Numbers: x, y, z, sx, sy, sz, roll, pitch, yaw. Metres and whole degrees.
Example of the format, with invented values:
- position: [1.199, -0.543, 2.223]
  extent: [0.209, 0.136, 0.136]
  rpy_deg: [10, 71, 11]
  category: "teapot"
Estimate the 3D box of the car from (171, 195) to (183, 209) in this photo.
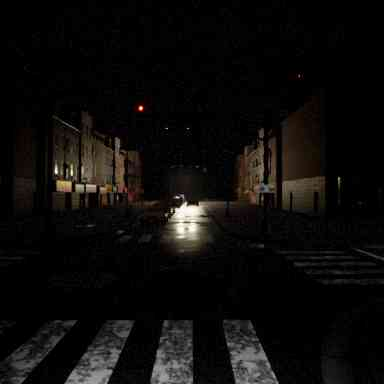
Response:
- position: [-2.599, 1.500, 46.458]
  extent: [1.967, 1.590, 4.097]
  rpy_deg: [0, 0, 0]
  category: "car"

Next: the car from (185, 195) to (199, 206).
- position: [0.142, 1.685, 55.846]
  extent: [1.895, 1.301, 4.718]
  rpy_deg: [0, 0, 0]
  category: "car"

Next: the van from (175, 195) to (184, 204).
- position: [-2.581, 1.463, 68.880]
  extent: [1.690, 1.788, 3.998]
  rpy_deg: [0, 0, 0]
  category: "van"

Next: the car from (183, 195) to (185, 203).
- position: [-2.594, 1.514, 52.063]
  extent: [1.967, 1.590, 4.097]
  rpy_deg: [0, 0, 0]
  category: "car"

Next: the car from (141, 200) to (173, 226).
- position: [-2.616, 1.542, 23.867]
  extent: [1.752, 1.417, 4.829]
  rpy_deg: [0, 0, 0]
  category: "car"

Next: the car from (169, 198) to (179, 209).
- position: [-2.608, 1.617, 35.247]
  extent: [1.802, 1.307, 4.206]
  rpy_deg: [0, 0, 0]
  category: "car"

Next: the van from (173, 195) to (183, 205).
- position: [-2.585, 1.446, 63.275]
  extent: [1.690, 1.788, 3.998]
  rpy_deg: [0, 0, 0]
  category: "van"

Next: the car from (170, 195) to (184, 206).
- position: [-2.590, 1.404, 57.670]
  extent: [2.192, 1.841, 5.009]
  rpy_deg: [0, 0, 0]
  category: "car"

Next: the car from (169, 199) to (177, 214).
- position: [-2.612, 1.570, 29.642]
  extent: [1.887, 1.381, 4.507]
  rpy_deg: [0, 0, 0]
  category: "car"
